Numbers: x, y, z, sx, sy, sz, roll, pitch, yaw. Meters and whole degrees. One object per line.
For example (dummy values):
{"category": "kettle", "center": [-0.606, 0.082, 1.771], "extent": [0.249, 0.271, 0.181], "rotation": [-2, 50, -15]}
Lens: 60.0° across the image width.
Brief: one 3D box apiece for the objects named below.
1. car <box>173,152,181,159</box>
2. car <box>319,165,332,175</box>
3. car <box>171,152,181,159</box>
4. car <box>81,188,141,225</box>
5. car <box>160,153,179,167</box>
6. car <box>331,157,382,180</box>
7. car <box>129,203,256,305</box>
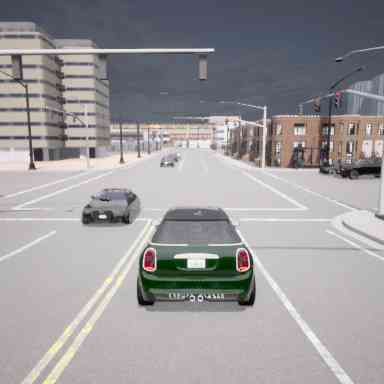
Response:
{"category": "car", "center": [-3.506, -6.158, 59.699], "extent": [1.882, 1.535, 5.008], "rotation": [0, 9, 1]}
{"category": "car", "center": [15.961, -2.502, 35.803], "extent": [4.181, 1.385, 1.994], "rotation": [0, 9, 0]}
{"category": "car", "center": [-3.419, -7.852, 71.346], "extent": [1.812, 1.442, 4.674], "rotation": [0, 9, 0]}
{"category": "car", "center": [-3.583, 0.544, 15.276], "extent": [1.994, 1.385, 4.181], "rotation": [0, 7, 0]}
{"category": "car", "center": [-3.557, -4.528, 48.884], "extent": [2.128, 1.511, 4.902], "rotation": [0, 9, 1]}
{"category": "car", "center": [17.062, -2.323, 32.283], "extent": [5.566, 2.045, 2.150], "rotation": [0, 9, 1]}
{"category": "car", "center": [0.084, 1.073, 7.685], "extent": [2.097, 1.767, 4.553], "rotation": [0, 4, 0]}
